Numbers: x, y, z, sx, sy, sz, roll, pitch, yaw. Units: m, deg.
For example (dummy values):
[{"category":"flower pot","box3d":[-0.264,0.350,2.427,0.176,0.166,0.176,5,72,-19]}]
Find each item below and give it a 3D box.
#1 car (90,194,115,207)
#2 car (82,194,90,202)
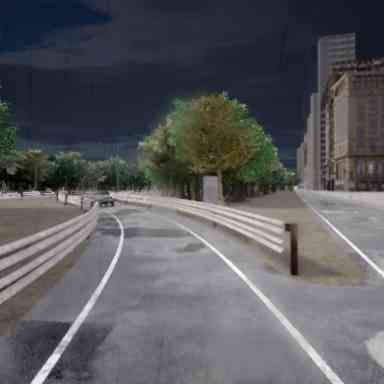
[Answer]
[{"category":"car","box3d":[-11.219,1.034,42.307,1.837,1.490,4.892,-1,1,-29]},{"category":"car","box3d":[-16.043,0.949,51.718,1.895,1.301,4.718,0,1,-22]}]
